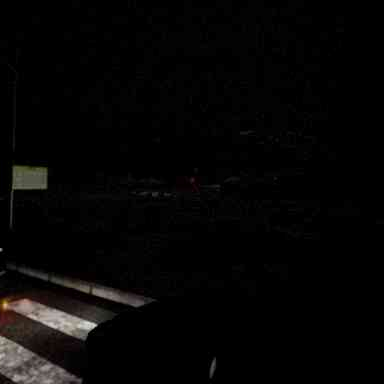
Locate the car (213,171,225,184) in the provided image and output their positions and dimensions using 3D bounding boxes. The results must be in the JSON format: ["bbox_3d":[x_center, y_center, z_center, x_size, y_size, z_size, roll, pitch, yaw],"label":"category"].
[{"bbox_3d":[2.828,-2.405,58.795,4.553,1.767,2.185,2,6,30],"label":"car"}]

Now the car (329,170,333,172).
[{"bbox_3d":[32.382,-4.652,82.856,5.008,1.535,2.097,2,6,31],"label":"car"}]

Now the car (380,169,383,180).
[{"bbox_3d":[41.124,-3.443,67.035,5.566,2.045,2.435,4,7,31],"label":"car"}]

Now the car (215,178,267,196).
[{"bbox_3d":[5.744,-0.409,39.319,5.008,1.535,2.097,4,7,32],"label":"car"}]

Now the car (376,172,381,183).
[{"bbox_3d":[29.454,-2.265,57.688,4.892,1.521,2.231,4,7,31],"label":"car"}]

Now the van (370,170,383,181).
[{"bbox_3d":[36.548,-3.051,63.238,4.442,1.987,1.878,4,7,31],"label":"van"}]

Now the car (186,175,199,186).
[{"bbox_3d":[-1.720,-2.030,55.056,4.553,1.767,2.185,2,6,30],"label":"car"}]

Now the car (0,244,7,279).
[{"bbox_3d":[-6.418,1.454,8.178,4.902,1.511,2.128,1,1,37],"label":"car"}]

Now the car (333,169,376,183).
[{"bbox_3d":[27.124,-2.325,55.777,5.566,2.045,2.435,4,7,31],"label":"car"}]

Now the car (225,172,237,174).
[{"bbox_3d":[5.077,-2.469,60.699,5.008,1.535,2.097,2,5,30],"label":"car"}]

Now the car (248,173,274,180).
[{"bbox_3d":[14.187,-3.182,68.103,4.792,1.488,2.163,2,5,31],"label":"car"}]

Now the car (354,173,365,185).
[{"bbox_3d":[24.757,-1.858,53.947,4.792,1.488,2.163,4,7,32],"label":"car"}]

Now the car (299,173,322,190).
[{"bbox_3d":[15.222,-1.273,46.612,4.553,1.767,2.185,4,7,32],"label":"car"}]

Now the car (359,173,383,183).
[{"bbox_3d":[33.961,-2.658,61.532,5.366,1.575,1.946,4,7,31],"label":"car"}]

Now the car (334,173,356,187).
[{"bbox_3d":[22.371,-1.700,52.100,4.892,1.521,2.231,4,7,32],"label":"car"}]

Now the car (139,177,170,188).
[{"bbox_3d":[-6.288,-1.492,51.345,4.674,1.452,2.002,2,5,30],"label":"car"}]

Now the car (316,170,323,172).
[{"bbox_3d":[27.817,-4.274,79.195,4.674,1.452,2.002,2,5,31],"label":"car"}]

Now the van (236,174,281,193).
[{"bbox_3d":[8.222,-0.811,41.053,4.442,1.987,1.878,4,7,32],"label":"van"}]

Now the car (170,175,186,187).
[{"bbox_3d":[-3.989,-1.689,53.203,4.792,1.488,2.163,2,5,30],"label":"car"}]

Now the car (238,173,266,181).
[{"bbox_3d":[11.886,-3.027,66.270,5.008,1.535,2.097,2,5,31],"label":"car"}]

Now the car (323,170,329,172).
[{"bbox_3d":[30.116,-4.609,80.992,4.553,1.767,2.185,2,6,31],"label":"car"}]

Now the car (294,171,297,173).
[{"bbox_3d":[20.986,-3.766,73.651,4.892,1.521,2.231,2,6,31],"label":"car"}]

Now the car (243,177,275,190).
[{"bbox_3d":[9.674,-1.306,48.239,1.882,1.535,5.008,-4,6,-26],"label":"car"}]

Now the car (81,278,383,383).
[{"bbox_3d":[1.202,1.477,2.578,5.008,1.535,1.882,0,0,36],"label":"car"}]

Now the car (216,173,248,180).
[{"bbox_3d":[6.731,-1.856,54.750,4.674,1.442,1.812,-4,6,-33],"label":"car"}]

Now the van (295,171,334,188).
[{"bbox_3d":[17.725,-1.549,48.353,4.442,1.987,1.878,4,7,32],"label":"van"}]

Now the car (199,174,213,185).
[{"bbox_3d":[0.504,-2.065,56.971,4.792,1.488,2.163,2,6,30],"label":"car"}]

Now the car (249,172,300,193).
[{"bbox_3d":[10.469,-1.028,42.944,5.566,2.045,2.435,4,7,32],"label":"car"}]

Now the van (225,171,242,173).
[{"bbox_3d":[7.248,-2.883,62.595,4.442,1.987,1.878,2,6,31],"label":"van"}]

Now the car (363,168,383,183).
[{"bbox_3d":[31.821,-2.703,59.522,5.566,2.045,2.435,4,7,31],"label":"car"}]

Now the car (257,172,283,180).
[{"bbox_3d":[16.430,-3.398,69.972,5.008,1.535,2.097,2,5,31],"label":"car"}]
